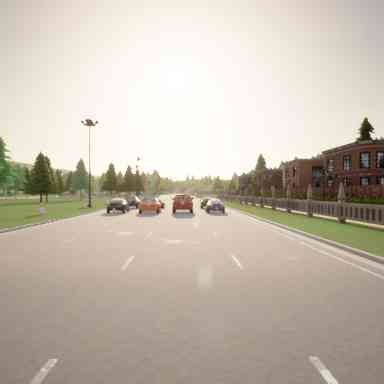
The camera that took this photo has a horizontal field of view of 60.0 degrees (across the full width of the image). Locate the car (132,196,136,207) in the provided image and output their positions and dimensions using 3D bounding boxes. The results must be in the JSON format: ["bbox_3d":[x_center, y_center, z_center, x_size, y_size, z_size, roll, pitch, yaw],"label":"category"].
[{"bbox_3d":[-8.344,1.352,46.540,2.097,1.767,4.553,0,0,-1],"label":"car"}]

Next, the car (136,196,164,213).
[{"bbox_3d":[-4.498,1.352,36.229,2.097,1.767,4.553,0,0,-1],"label":"car"}]

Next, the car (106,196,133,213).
[{"bbox_3d":[-8.002,1.505,36.294,1.837,1.490,4.892,0,0,-1],"label":"car"}]

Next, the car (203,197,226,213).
[{"bbox_3d":[2.501,1.526,36.399,1.812,1.442,4.674,0,0,-1],"label":"car"}]

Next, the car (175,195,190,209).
[{"bbox_3d":[-1.358,1.352,47.165,2.097,1.767,4.553,0,0,-1],"label":"car"}]

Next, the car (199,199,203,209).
[{"bbox_3d":[2.160,1.505,46.383,1.837,1.490,4.892,0,0,-1],"label":"car"}]

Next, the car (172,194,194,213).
[{"bbox_3d":[-1.009,1.221,36.623,2.150,2.045,5.566,0,0,-1],"label":"car"}]
